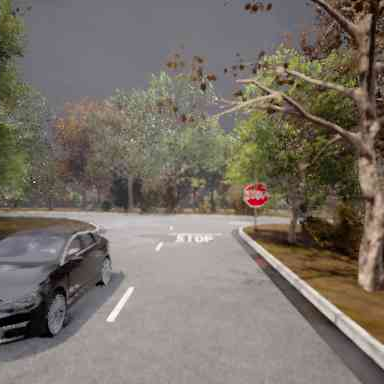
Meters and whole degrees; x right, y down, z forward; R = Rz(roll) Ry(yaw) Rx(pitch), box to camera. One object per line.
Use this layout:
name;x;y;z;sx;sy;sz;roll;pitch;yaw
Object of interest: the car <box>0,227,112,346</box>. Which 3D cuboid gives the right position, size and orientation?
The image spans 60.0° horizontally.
car;-3.017;1.535;6.784;2.128;1.511;4.902;0;0;1
